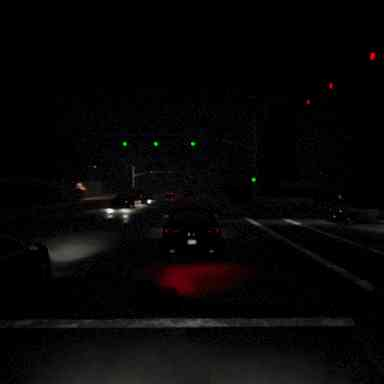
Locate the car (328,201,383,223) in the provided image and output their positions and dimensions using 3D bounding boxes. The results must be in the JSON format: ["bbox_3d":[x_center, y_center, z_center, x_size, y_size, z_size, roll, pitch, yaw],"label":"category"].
[{"bbox_3d":[11.354,1.260,21.386,4.718,1.301,1.895,0,1,-1],"label":"car"}]

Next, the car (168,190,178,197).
[{"bbox_3d":[-4.180,0.365,74.515,2.033,1.411,5.357,0,1,0],"label":"car"}]

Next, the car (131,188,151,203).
[{"bbox_3d":[-7.576,0.488,46.497,2.150,2.045,5.566,0,1,0],"label":"car"}]

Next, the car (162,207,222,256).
[{"bbox_3d":[-0.027,1.282,12.241,1.882,1.535,5.008,0,1,-1],"label":"car"}]

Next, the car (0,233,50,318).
[{"bbox_3d":[-3.869,1.402,5.568,2.128,1.511,4.902,0,1,-8],"label":"car"}]

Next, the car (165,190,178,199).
[{"bbox_3d":[-4.109,0.479,64.205,2.128,1.511,4.902,0,1,0],"label":"car"}]

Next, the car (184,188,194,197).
[{"bbox_3d":[-0.678,0.054,74.242,2.150,2.045,5.566,0,1,0],"label":"car"}]

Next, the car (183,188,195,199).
[{"bbox_3d":[-0.603,0.219,63.507,2.150,2.045,5.566,0,1,0],"label":"car"}]

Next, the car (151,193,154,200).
[{"bbox_3d":[-7.590,0.672,56.574,1.994,1.385,4.181,0,1,0],"label":"car"}]

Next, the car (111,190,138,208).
[{"bbox_3d":[-7.530,0.901,36.516,1.882,1.535,5.008,0,1,0],"label":"car"}]
